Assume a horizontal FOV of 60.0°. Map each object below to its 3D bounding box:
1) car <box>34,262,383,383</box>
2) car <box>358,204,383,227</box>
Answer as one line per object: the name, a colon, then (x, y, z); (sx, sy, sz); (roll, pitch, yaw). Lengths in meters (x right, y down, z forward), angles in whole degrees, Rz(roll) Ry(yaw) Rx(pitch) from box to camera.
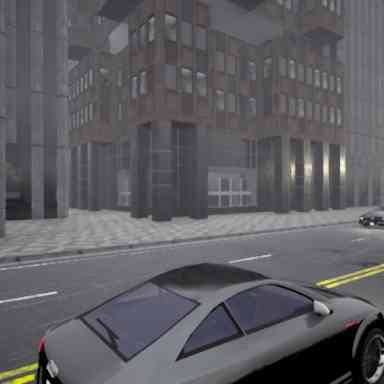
car: (0.499, 1.558, 3.838); (4.181, 1.385, 1.994); (0, 0, -37)
car: (12.777, 1.494, 21.262); (5.357, 1.411, 2.033); (0, 0, -37)
